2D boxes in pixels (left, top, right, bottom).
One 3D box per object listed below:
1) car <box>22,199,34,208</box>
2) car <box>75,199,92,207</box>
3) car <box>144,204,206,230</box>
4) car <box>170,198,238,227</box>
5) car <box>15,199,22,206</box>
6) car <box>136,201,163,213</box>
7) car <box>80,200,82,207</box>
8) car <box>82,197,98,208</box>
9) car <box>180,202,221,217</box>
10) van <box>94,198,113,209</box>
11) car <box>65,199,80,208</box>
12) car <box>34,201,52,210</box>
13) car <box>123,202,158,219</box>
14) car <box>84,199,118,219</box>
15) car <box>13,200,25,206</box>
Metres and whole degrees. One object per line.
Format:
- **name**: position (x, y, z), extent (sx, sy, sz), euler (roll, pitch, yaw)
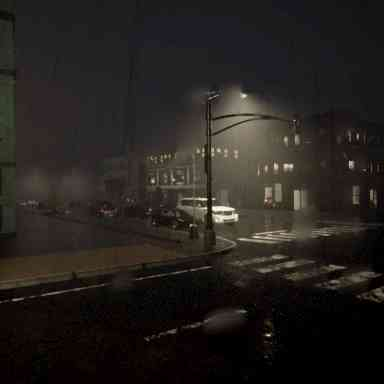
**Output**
- **car**: position (-31.787, 2.376, 66.083), extent (2.008, 1.369, 4.403), euler (-1, 0, -36)
- **car**: position (-21.752, 2.228, 66.455), extent (1.887, 1.381, 4.507), euler (-1, 0, -36)
- **car**: position (-1.277, 1.815, 23.207), extent (1.947, 1.339, 4.313), euler (-2, 0, -36)
- **car**: position (0.942, 1.443, 24.776), extent (2.150, 2.045, 5.566), euler (-1, 0, -35)
- **car**: position (-38.228, 2.380, 75.086), extent (1.967, 1.590, 4.097), euler (-1, 0, -36)
- **car**: position (-5.652, 1.966, 43.943), extent (1.802, 1.307, 4.206), euler (-2, 0, -36)
- **car**: position (-18.538, 1.940, 61.952), extent (2.192, 1.841, 5.009), euler (-1, 0, -36)
- **car**: position (-15.411, 2.032, 53.147), extent (1.882, 1.535, 5.008), euler (-1, 0, -35)
- **car**: position (0.785, 1.810, 34.938), extent (2.008, 1.369, 4.403), euler (-2, 0, -36)
- **van**: position (-15.317, 1.907, 57.450), extent (1.690, 1.788, 3.998), euler (-1, 0, -36)
- **car**: position (-21.472, 2.230, 61.626), extent (1.994, 1.385, 4.181), euler (-1, 0, -36)
- **car**: position (-25.249, 2.233, 56.939), extent (1.752, 1.417, 4.829), euler (-1, 0, -36)
- **car**: position (-5.010, 1.886, 33.103), extent (2.033, 1.411, 5.357), euler (-1, 0, -36)
- **car**: position (-9.253, 1.847, 34.564), extent (1.967, 1.590, 4.097), euler (-1, 0, -36)
- **car**: position (-41.446, 2.548, 79.590), extent (2.008, 1.369, 4.403), euler (-1, 0, -36)
